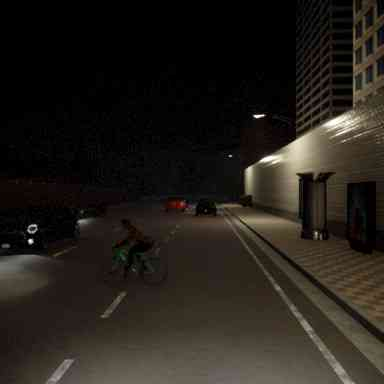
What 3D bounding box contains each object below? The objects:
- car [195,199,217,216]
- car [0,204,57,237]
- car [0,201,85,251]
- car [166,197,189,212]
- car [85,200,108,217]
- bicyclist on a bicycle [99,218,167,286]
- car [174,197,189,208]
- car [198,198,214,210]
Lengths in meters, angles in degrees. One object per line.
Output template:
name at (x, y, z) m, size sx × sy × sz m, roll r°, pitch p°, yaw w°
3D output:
car at (1.354, 1.478, 31.946) m, size 1.882 × 1.535 × 5.008 m, roll 0°, pitch 0°, yaw 2°
car at (-9.842, 1.504, 19.247) m, size 1.837 × 1.490 × 4.892 m, roll 0°, pitch 0°, yaw 3°
car at (-6.571, 1.352, 14.162) m, size 2.097 × 1.767 × 4.553 m, roll 0°, pitch 0°, yaw 3°
car at (-1.858, 1.353, 39.423) m, size 2.097 × 1.767 × 4.553 m, roll 0°, pitch 0°, yaw 3°
car at (-9.345, 1.493, 31.117) m, size 2.128 × 1.511 × 4.902 m, roll 0°, pitch 0°, yaw 3°
bicyclist on a bicycle at (-1.412, 1.451, 7.948) m, size 1.656 × 1.620 × 0.582 m, roll -1°, pitch 0°, yaw 2°
car at (-1.514, 1.505, 48.374) m, size 1.837 × 1.490 × 4.892 m, roll 0°, pitch 0°, yaw 3°
car at (1.841, 1.564, 43.746) m, size 1.994 × 1.385 × 4.181 m, roll 0°, pitch 0°, yaw 3°
